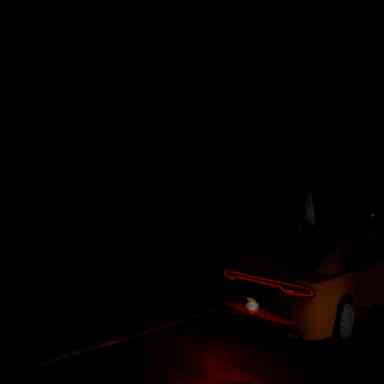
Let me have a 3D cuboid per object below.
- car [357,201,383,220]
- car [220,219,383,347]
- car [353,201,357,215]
[{"bbox_3d":[12.545,1.467,22.074,2.097,1.767,4.553,0,0,21],"label":"car"},{"bbox_3d":[2.686,1.517,6.564,5.008,1.535,1.882,0,0,-43],"label":"car"},{"bbox_3d":[18.419,1.749,37.274,2.033,1.411,5.357,0,0,0],"label":"car"}]
